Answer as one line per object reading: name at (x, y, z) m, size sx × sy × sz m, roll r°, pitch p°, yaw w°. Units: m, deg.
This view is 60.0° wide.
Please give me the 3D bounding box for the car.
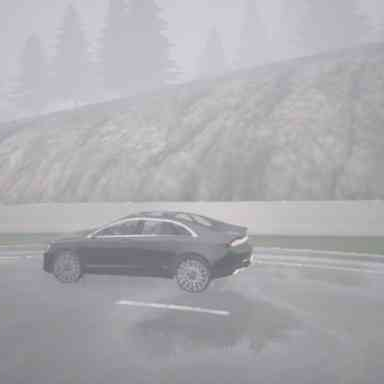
car at (-1.085, 1.206, 7.679) m, size 4.902 × 1.511 × 2.128 m, roll -1°, pitch 2°, yaw 17°
